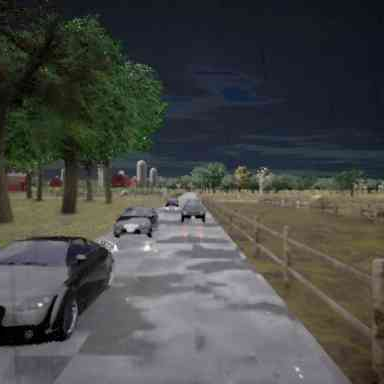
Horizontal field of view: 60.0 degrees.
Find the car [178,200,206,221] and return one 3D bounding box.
[{"bbox_3d":[0.092,1.586,26.636,1.895,1.301,4.718,0,0,0],"label":"car"}]

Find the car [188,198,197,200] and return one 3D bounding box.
[{"bbox_3d":[0.083,1.525,44.553,1.994,1.385,4.181,0,0,0],"label":"car"}]

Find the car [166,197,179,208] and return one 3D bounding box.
[{"bbox_3d":[-2.838,1.502,48.253,2.033,1.411,5.357,0,0,0],"label":"car"}]

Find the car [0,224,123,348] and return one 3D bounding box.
[{"bbox_3d":[-2.837,1.564,6.365,1.994,1.385,4.181,0,0,1],"label":"car"}]

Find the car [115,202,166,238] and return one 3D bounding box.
[{"bbox_3d":[-2.808,1.485,17.685,2.128,1.511,4.902,0,0,0],"label":"car"}]
